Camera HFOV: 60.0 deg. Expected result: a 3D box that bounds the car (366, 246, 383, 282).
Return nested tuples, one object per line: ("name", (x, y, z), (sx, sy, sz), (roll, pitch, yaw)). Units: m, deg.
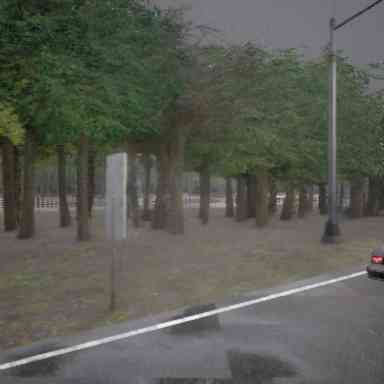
("car", (6.632, 1.623, 8.585), (5.357, 1.411, 2.033), (0, 0, -35))
